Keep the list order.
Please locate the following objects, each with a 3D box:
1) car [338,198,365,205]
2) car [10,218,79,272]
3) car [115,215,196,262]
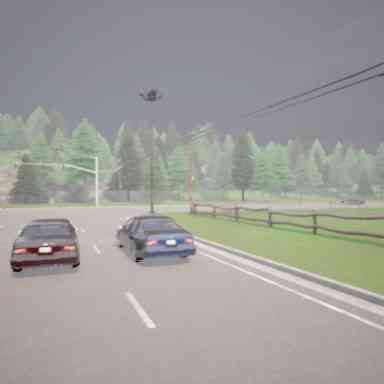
[{"bbox_3d":[27.918,1.643,58.280,4.718,1.301,1.895,0,0,-21],"label":"car"},{"bbox_3d":[-4.823,1.588,11.141,2.033,1.411,5.357,0,0,-22],"label":"car"},{"bbox_3d":[-1.569,1.581,12.424,2.033,1.411,5.357,0,0,-22],"label":"car"}]
